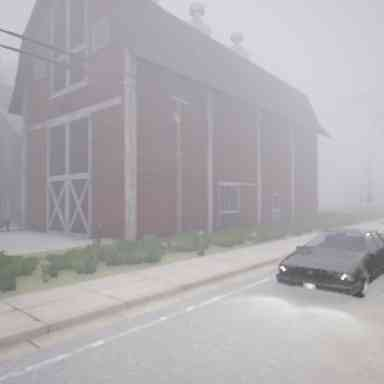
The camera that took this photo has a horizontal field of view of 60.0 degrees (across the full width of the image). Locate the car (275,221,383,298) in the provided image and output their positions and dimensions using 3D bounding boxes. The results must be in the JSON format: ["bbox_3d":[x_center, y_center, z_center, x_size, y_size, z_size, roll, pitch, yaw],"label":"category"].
[{"bbox_3d":[4.374,1.754,9.435,2.033,1.411,5.357,-1,-2,41],"label":"car"}]
